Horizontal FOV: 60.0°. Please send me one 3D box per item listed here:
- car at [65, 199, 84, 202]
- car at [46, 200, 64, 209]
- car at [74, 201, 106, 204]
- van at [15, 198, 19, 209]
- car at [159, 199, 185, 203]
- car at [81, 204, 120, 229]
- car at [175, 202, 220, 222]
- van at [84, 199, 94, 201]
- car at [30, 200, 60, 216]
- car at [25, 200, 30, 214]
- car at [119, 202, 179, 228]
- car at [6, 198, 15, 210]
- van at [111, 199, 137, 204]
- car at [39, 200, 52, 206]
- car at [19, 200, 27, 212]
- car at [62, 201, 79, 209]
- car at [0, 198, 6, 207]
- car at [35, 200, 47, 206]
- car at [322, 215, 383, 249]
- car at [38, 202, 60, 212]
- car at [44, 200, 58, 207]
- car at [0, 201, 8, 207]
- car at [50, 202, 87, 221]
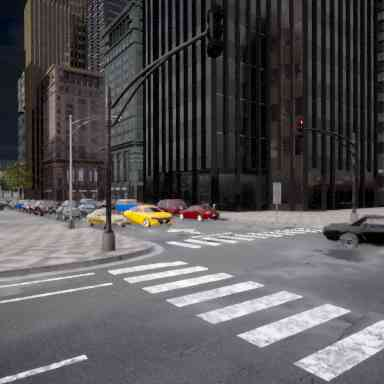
[{"bbox_3d":[-19.338,2.060,52.780,2.097,1.767,4.553,0,-1,-36],"label":"car"},{"bbox_3d":[-25.046,2.317,60.777,1.882,1.535,5.008,0,-1,-35],"label":"car"},{"bbox_3d":[-10.948,1.992,35.505,1.812,1.442,4.674,0,-1,-35],"label":"car"},{"bbox_3d":[-26.260,2.123,52.371,1.690,1.788,3.998,-1,0,-35],"label":"van"},{"bbox_3d":[-2.401,1.669,33.616,2.192,1.841,5.009,-1,0,-35],"label":"car"},{"bbox_3d":[-6.297,1.844,24.390,1.752,1.417,4.829,-1,0,-35],"label":"car"},{"bbox_3d":[0.554,1.829,29.471,1.887,1.381,4.507,-1,0,-35],"label":"car"},{"bbox_3d":[-17.147,2.038,54.340,1.690,1.788,3.998,-1,0,-35],"label":"van"},{"bbox_3d":[-17.749,1.901,40.438,2.192,1.841,5.009,-1,0,-35],"label":"car"},{"bbox_3d":[-20.581,2.196,44.416,1.887,1.381,4.507,-1,0,-35],"label":"car"},{"bbox_3d":[-3.319,1.765,24.777,1.882,1.535,5.008,0,-1,-36],"label":"car"},{"bbox_3d":[-32.036,2.354,60.471,1.967,1.590,4.097,-1,0,-35],"label":"car"},{"bbox_3d":[-8.299,1.833,41.906,1.690,1.788,3.998,-1,0,-35],"label":"van"},{"bbox_3d":[-34.868,2.661,79.126,1.947,1.339,4.313,-1,0,-35],"label":"car"},{"bbox_3d":[-23.420,2.157,48.393,1.967,1.590,4.097,-1,0,-35],"label":"car"},{"bbox_3d":[-22.783,2.407,62.185,1.802,1.307,4.206,-1,0,-35],"label":"car"},{"bbox_3d":[-41.402,2.667,73.606,1.887,1.381,4.507,-1,0,-35],"label":"car"},{"bbox_3d":[-37.889,2.711,83.361,2.008,1.369,4.403,-1,0,-35],"label":"car"},{"bbox_3d":[7.767,1.596,13.070,4.718,1.301,1.895,0,0,31],"label":"car"},{"bbox_3d":[-22.200,2.280,51.460,2.033,1.411,5.357,0,-1,-36],"label":"car"},{"bbox_3d":[-31.846,2.596,74.890,1.947,1.339,4.313,-1,0,-35],"label":"car"},{"bbox_3d":[-44.524,2.771,77.983,1.802,1.307,4.206,-1,0,-35],"label":"car"},{"bbox_3d":[-12.069,2.004,32.483,2.008,1.369,4.403,-1,0,-35],"label":"car"}]
